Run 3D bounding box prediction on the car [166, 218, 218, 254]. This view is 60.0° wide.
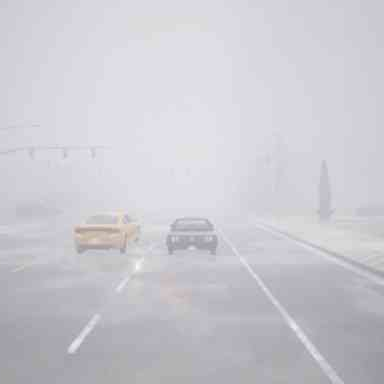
[{"bbox_3d":[0.003,1.735,14.109,1.895,1.301,4.718,0,-1,0],"label":"car"}]

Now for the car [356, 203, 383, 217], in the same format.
[{"bbox_3d":[19.768,1.870,35.262,4.181,1.385,1.994,0,-1,0],"label":"car"}]

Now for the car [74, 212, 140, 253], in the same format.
[{"bbox_3d":[-3.493,1.615,14.489,1.882,1.535,5.008,0,0,0],"label":"car"}]

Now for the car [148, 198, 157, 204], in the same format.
[{"bbox_3d":[-10.238,2.359,87.318,2.033,1.411,5.357,0,-1,1],"label":"car"}]

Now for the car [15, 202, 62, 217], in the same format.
[{"bbox_3d":[-16.304,1.850,35.499,4.674,1.442,1.812,0,-1,0],"label":"car"}]
